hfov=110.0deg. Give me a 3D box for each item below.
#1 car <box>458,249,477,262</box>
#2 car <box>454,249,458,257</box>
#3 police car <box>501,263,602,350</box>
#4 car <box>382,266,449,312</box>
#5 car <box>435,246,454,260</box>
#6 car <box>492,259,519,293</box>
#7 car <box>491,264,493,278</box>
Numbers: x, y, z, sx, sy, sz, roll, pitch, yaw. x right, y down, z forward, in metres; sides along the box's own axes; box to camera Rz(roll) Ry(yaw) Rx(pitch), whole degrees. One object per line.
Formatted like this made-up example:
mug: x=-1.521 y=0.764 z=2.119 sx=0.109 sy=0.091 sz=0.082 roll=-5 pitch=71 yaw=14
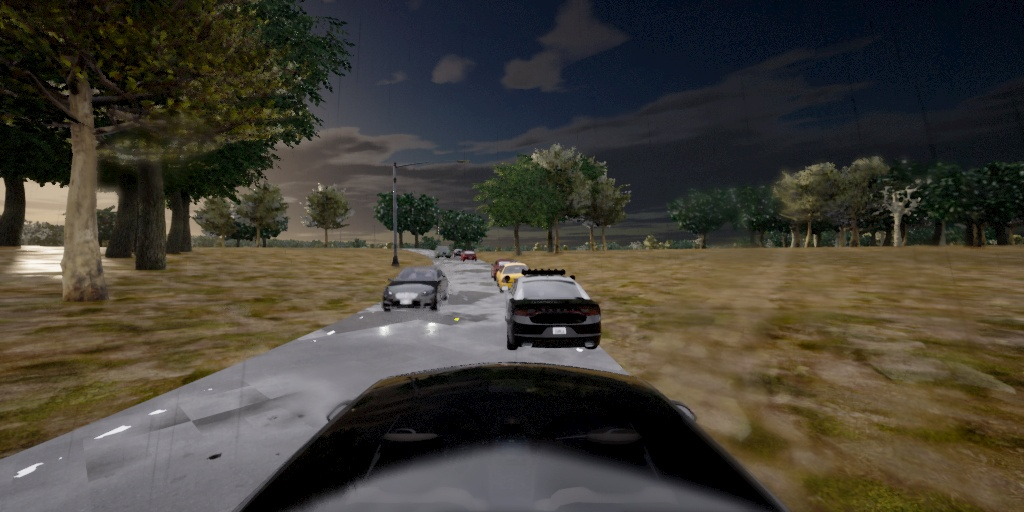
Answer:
car: x=-6.216 y=-0.036 z=51.198 sx=1.882 sy=1.535 sz=5.008 roll=0 pitch=2 yaw=-14
car: x=-9.661 y=-0.569 z=63.369 sx=1.837 sy=1.490 sz=4.892 roll=0 pitch=3 yaw=-19
police car: x=0.777 y=1.143 z=9.146 sx=1.930 sy=1.638 sz=5.238 roll=0 pitch=0 yaw=-2
car: x=-3.538 y=1.160 z=13.857 sx=2.128 sy=1.511 sz=4.902 roll=0 pitch=1 yaw=-4
car: x=-10.857 y=-0.543 z=56.244 sx=2.150 sy=2.045 sz=5.566 roll=0 pitch=3 yaw=-16
car: x=0.120 y=1.016 z=19.309 sx=1.801 sy=1.575 sz=5.366 roll=-2 pitch=2 yaw=-5
car: x=-0.464 y=0.930 z=25.167 sx=1.812 sy=1.442 sz=4.674 roll=-1 pitch=1 yaw=-7
